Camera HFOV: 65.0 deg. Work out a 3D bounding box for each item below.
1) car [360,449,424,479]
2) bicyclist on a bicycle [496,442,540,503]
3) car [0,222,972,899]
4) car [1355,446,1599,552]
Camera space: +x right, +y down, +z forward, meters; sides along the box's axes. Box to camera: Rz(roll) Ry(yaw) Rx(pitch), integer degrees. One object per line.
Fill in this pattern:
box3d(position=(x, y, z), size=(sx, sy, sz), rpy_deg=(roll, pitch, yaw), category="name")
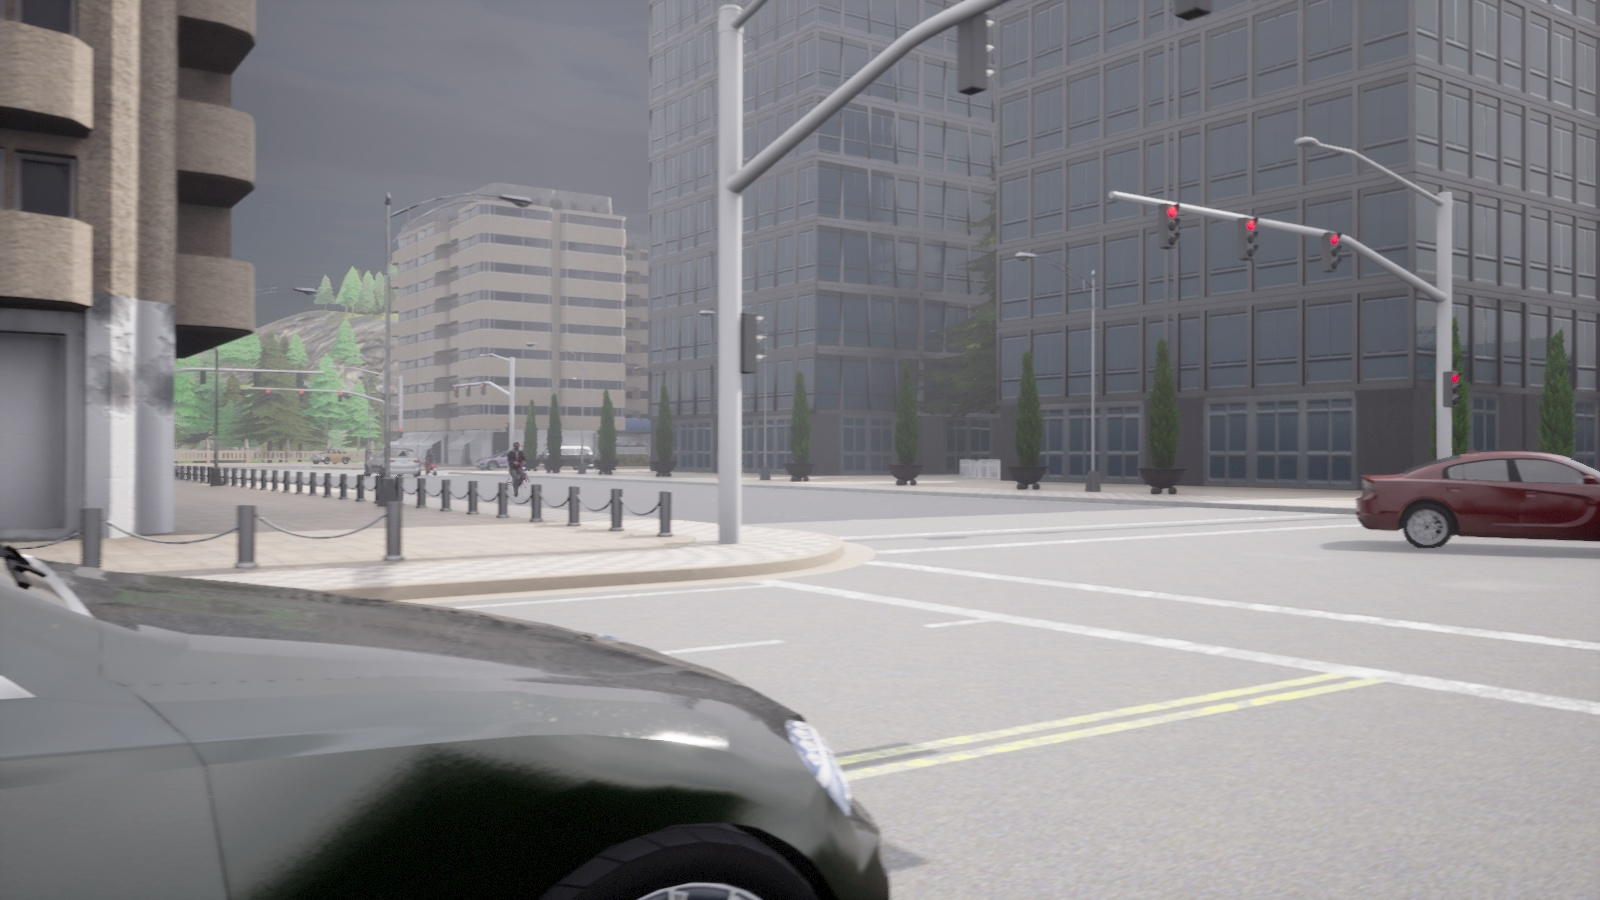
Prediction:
box3d(position=(-23.350, 0.759, 71.740), size=(2.242, 1.667, 4.611), rpy_deg=(0, 0, -35), category="car")
box3d(position=(-8.423, 0.670, 37.455), size=(0.659, 1.776, 1.843), rpy_deg=(0, 0, -34), category="bicyclist on a bicycle")
box3d(position=(-2.323, 0.533, 2.043), size=(5.027, 1.651, 2.152), rpy_deg=(0, 0, -35), category="car")
box3d(position=(11.376, 0.716, 19.418), size=(5.008, 1.535, 1.882), rpy_deg=(0, 0, 27), category="car")
